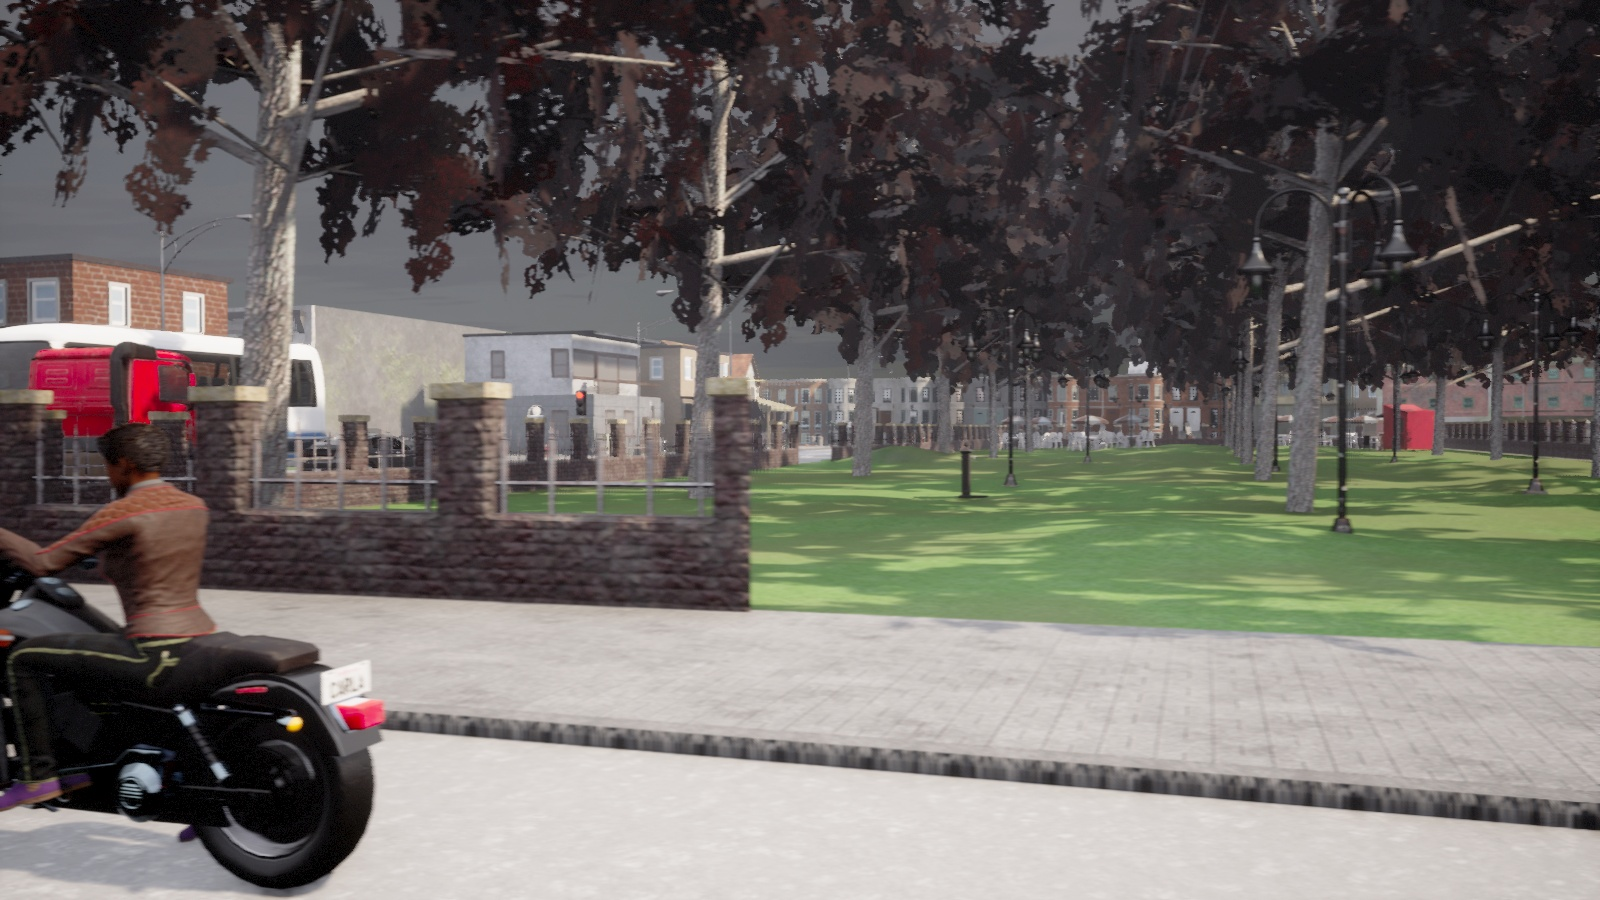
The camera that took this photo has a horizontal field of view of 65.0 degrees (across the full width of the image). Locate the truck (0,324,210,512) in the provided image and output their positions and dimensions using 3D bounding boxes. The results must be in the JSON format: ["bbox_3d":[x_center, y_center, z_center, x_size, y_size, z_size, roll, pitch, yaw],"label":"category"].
[{"bbox_3d":[-15.767,-0.628,24.992,2.891,3.462,7.936,0,1,14],"label":"truck"}]

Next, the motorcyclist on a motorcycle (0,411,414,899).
[{"bbox_3d":[-2.660,0.691,4.595,2.350,1.649,0.766,0,1,16],"label":"motorcyclist on a motorcycle"}]

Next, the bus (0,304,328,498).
[{"bbox_3d":[-17.560,-1.161,33.120,3.944,4.253,10.273,1,1,19],"label":"bus"}]

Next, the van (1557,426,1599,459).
[{"bbox_3d":[48.770,-0.462,78.235,1.775,1.987,4.442,1,1,18],"label":"van"}]

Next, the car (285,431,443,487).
[{"bbox_3d":[-12.352,0.197,35.969,1.837,1.490,4.892,1,1,15],"label":"car"}]
